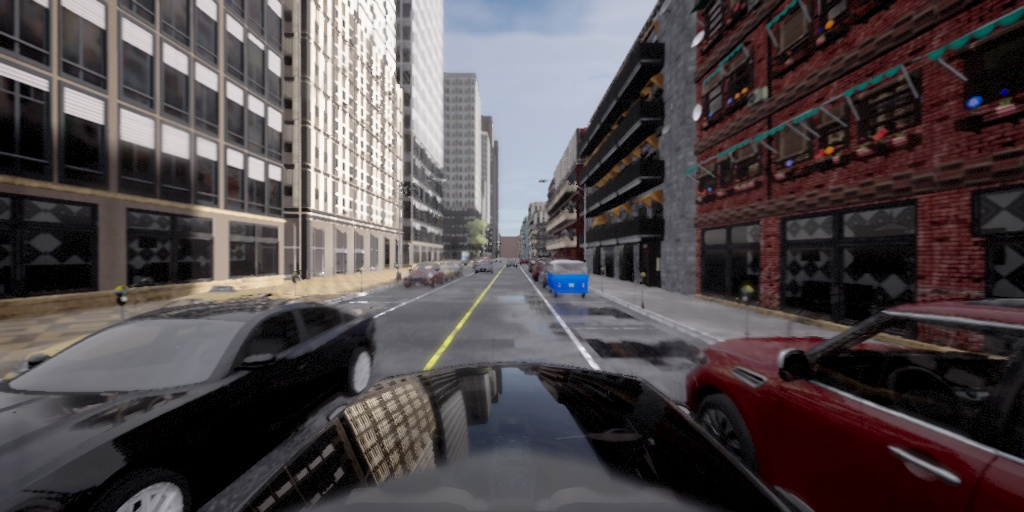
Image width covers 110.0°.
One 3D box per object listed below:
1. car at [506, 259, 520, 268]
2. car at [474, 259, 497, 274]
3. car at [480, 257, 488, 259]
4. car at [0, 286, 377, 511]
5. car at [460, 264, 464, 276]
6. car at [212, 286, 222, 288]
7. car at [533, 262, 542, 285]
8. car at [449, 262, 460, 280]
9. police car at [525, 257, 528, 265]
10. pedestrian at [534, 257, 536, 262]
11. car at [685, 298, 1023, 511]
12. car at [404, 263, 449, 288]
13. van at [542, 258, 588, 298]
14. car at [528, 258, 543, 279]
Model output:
[{"bbox_3d":[0.014,1.372,60.166,1.895,1.301,4.718,0,0,0],"label":"car"},{"bbox_3d":[-3.086,1.324,40.193,1.994,1.385,4.181,0,0,0],"label":"car"},{"bbox_3d":[-5.688,1.355,62.470,1.802,1.307,4.207,0,0,0],"label":"car"},{"bbox_3d":[-3.088,1.228,3.718,1.882,1.535,5.008,0,0,0],"label":"car"},{"bbox_3d":[-5.689,1.308,34.716,2.007,1.370,4.403,0,0,0],"label":"car"},{"bbox_3d":[-5.690,1.276,6.791,1.751,1.417,4.829,0,0,0],"label":"car"},{"bbox_3d":[2.691,1.304,23.614,2.007,1.370,4.403,0,0,0],"label":"car"},{"bbox_3d":[-5.690,1.281,28.995,1.751,1.417,4.829,0,0,0],"label":"car"},{"bbox_3d":[3.001,1.188,44.441,1.930,1.638,5.238,0,0,0],"label":"police car"},{"bbox_3d":[3.001,1.058,47.447,0.375,1.860,0.375,0,0,-1],"label":"pedestrian"},{"bbox_3d":[2.690,1.065,1.412,2.192,1.841,5.009,0,0,0],"label":"car"},{"bbox_3d":[-5.690,1.193,23.614,1.967,1.591,4.097,0,0,0],"label":"car"},{"bbox_3d":[2.691,1.093,18.064,1.690,1.789,3.998,0,0,0],"label":"van"},{"bbox_3d":[2.691,1.070,29.165,2.192,1.841,5.009,0,0,0],"label":"car"}]
